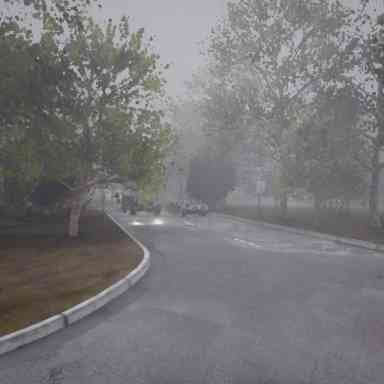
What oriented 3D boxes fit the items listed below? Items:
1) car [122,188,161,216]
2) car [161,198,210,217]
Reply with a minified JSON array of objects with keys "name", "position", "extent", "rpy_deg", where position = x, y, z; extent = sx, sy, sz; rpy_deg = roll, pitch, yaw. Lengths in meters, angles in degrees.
[{"name":"car","position":[-4.053,0.711,26.192],"extent":[2.150,2.045,5.566],"rpy_deg":[2,0,-23]},{"name":"car","position":[-0.451,1.128,25.681],"extent":[2.033,1.411,5.357],"rpy_deg":[1,0,-22]}]
